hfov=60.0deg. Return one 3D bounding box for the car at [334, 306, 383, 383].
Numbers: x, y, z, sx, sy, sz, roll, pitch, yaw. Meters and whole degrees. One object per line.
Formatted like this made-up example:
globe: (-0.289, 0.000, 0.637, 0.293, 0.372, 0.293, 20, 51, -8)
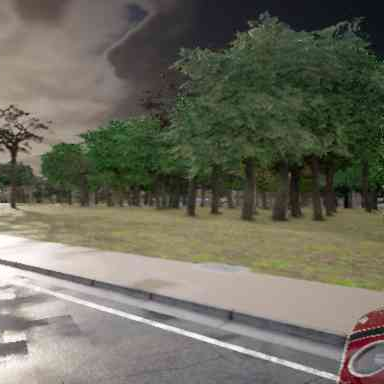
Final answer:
car: (3.509, 1.417, 2.382, 4.553, 1.767, 2.097, 0, -1, 35)
